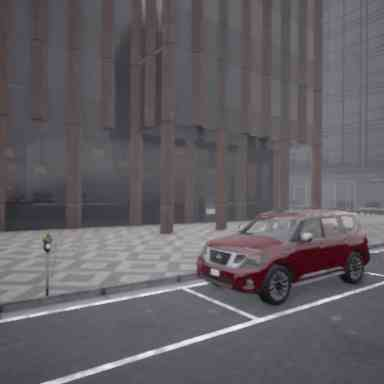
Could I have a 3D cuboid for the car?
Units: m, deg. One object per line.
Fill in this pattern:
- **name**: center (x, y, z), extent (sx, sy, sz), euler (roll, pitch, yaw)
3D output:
- **car**: center (2.540, 1.405, 8.460), extent (5.009, 1.841, 2.192), euler (1, -1, -35)
